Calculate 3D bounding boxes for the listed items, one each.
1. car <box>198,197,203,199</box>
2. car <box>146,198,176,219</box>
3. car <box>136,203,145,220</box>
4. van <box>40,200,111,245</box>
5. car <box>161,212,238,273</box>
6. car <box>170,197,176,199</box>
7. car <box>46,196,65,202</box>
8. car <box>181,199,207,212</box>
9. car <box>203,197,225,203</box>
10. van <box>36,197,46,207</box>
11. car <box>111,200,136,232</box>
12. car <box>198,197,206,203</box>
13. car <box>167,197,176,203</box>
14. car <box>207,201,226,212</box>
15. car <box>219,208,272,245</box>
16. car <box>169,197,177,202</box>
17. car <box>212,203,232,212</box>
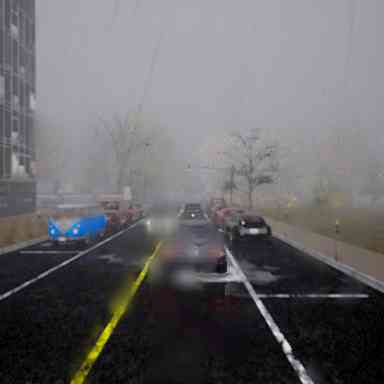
[{"bbox_3d":[2.637,1.878,78.636,1.967,1.590,4.097,-1,0,0],"label":"car"},{"bbox_3d":[-2.829,1.648,31.290,1.882,1.535,5.008,0,0,0],"label":"car"},{"bbox_3d":[-5.315,1.690,26.821,1.887,1.381,4.507,-1,0,0],"label":"car"},{"bbox_3d":[-5.321,1.425,15.727,1.690,1.788,3.998,-1,0,0],"label":"van"},{"bbox_3d":[0.071,1.605,10.796,2.033,1.411,5.357,0,0,0],"label":"car"},{"bbox_3d":[-5.298,2.022,81.655,1.947,1.339,4.313,-1,0,0],"label":"car"},{"bbox_3d":[-25.653,1.648,60.633,5.009,1.841,2.192,0,1,-1],"label":"car"},{"bbox_3d":[0.094,1.666,29.706,1.837,1.490,4.892,0,0,0],"label":"car"},{"bbox_3d":[2.695,1.516,36.703,2.192,1.841,5.009,-1,0,0],"label":"car"},{"bbox_3d":[-25.805,1.733,52.459,3.998,1.788,1.690,0,1,-1],"label":"van"},{"bbox_3d":[-5.320,1.430,21.274,2.192,1.841,5.009,-1,0,0],"label":"car"},{"bbox_3d":[2.586,2.032,87.336,1.887,1.381,4.507,-1,0,0],"label":"car"},{"bbox_3d":[-5.294,2.054,87.341,1.947,1.339,4.313,-1,0,0],"label":"car"},{"bbox_3d":[2.581,1.696,28.065,1.887,1.381,4.507,-1,0,0],"label":"car"},{"bbox_3d":[2.562,1.649,15.764,1.947,1.339,4.313,-1,0,0],"label":"car"},{"bbox_3d":[-5.292,2.087,93.030,1.947,1.339,4.313,-1,0,0],"label":"car"},{"bbox_3d":[2.563,1.659,21.305,1.887,1.381,4.507,-1,0,0],"label":"car"}]
